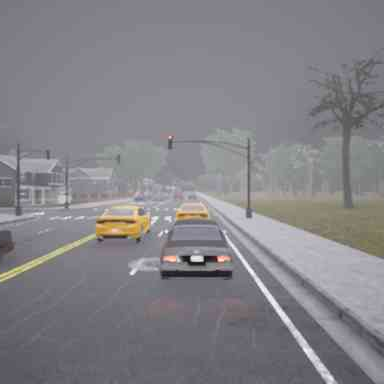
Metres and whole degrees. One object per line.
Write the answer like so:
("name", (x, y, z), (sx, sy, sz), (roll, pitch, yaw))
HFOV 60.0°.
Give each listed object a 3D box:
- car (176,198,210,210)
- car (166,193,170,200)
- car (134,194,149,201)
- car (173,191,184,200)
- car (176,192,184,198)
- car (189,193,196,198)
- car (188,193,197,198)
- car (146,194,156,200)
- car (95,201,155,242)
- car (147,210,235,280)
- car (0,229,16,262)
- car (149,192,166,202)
("car", (0.060, 1.374, 19.627), (1.882, 1.535, 5.008), (0, 0, 1))
("car", (-6.395, 0.900, 78.330), (2.097, 1.767, 4.553), (0, 0, 0))
("car", (-9.691, 1.248, 62.763), (1.895, 1.301, 4.718), (0, 0, 1))
("car", (-3.147, 0.780, 76.792), (2.150, 2.045, 5.566), (0, 0, 0))
("car", (-3.133, 0.828, 87.184), (1.882, 1.535, 5.008), (0, 0, 0))
("car", (0.117, 0.902, 87.179), (1.994, 1.385, 4.181), (0, 0, 0))
("car", (0.103, 1.055, 76.759), (1.837, 1.490, 4.892), (0, 0, 0))
("car", (-9.645, 1.140, 78.283), (1.895, 1.301, 4.718), (0, 0, 0))
("car", (-3.127, 1.393, 15.907), (1.882, 1.535, 5.008), (0, 0, 0))
("car", (0.115, 1.495, 9.800), (2.033, 1.411, 5.357), (0, 0, 0))
("car", (-6.584, 1.503, 8.338), (2.033, 1.411, 5.357), (0, 0, 0))
("car", (-6.446, 1.152, 62.767), (1.837, 1.490, 4.892), (0, 0, 1))
